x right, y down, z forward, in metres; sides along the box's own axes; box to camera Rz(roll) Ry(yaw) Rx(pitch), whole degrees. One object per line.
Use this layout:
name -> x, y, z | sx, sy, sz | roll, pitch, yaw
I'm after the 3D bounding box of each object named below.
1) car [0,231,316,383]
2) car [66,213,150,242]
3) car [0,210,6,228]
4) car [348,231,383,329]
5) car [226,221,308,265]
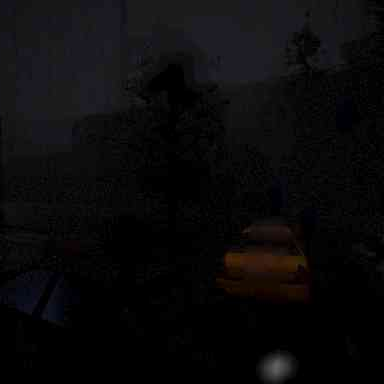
car -> -1.312, 1.531, 4.314 | 5.357, 1.411, 2.033 | 1, 1, 35
car -> -3.042, 1.507, 11.627 | 2.163, 1.488, 4.792 | 1, -1, 15
car -> -12.814, 1.481, 18.603 | 2.163, 1.488, 4.792 | 1, -1, 15
car -> 4.297, 1.528, 6.424 | 2.002, 1.452, 4.674 | 1, -1, 15
car -> 1.893, 1.487, 8.346 | 1.946, 1.575, 5.366 | 0, -1, 16
